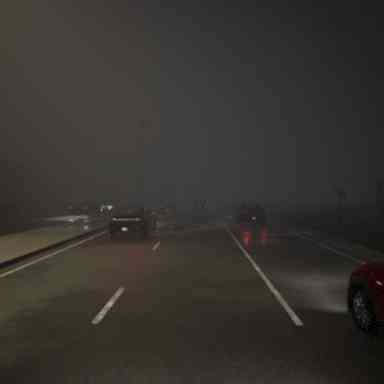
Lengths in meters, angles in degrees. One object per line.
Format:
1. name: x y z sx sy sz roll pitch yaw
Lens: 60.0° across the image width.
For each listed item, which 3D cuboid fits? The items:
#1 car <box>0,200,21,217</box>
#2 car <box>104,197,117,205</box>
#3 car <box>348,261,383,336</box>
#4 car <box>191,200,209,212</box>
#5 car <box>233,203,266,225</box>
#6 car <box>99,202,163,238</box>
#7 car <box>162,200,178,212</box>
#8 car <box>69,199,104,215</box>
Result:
1. car: -17.947 1.475 31.110 2.128 1.511 4.902 0 0 1
2. car: -13.814 1.562 55.391 1.994 1.385 4.181 0 0 2
3. car: 3.730 1.359 3.912 2.097 1.767 4.553 0 0 0
4. car: 0.914 1.561 38.066 2.033 1.411 5.357 0 0 1
5. car: 4.100 1.505 24.065 2.128 1.511 4.902 0 0 1
6. car: -3.040 1.493 17.704 2.128 1.511 4.902 0 0 1
7. car: -2.591 1.609 37.949 1.895 1.301 4.718 0 0 1
8. car: -10.879 1.596 34.081 1.895 1.301 4.718 0 0 1
